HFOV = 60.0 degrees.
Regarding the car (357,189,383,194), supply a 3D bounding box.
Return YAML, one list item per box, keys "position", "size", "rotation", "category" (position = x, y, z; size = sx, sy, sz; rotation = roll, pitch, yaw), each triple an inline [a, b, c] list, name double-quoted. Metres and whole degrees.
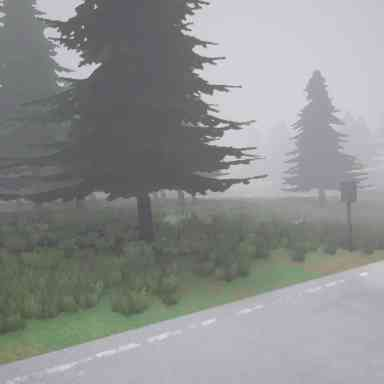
- position: [20.293, -0.011, 39.565]
  size: [1.882, 1.535, 5.008]
  rotation: [-6, 3, -31]
  category: "car"
